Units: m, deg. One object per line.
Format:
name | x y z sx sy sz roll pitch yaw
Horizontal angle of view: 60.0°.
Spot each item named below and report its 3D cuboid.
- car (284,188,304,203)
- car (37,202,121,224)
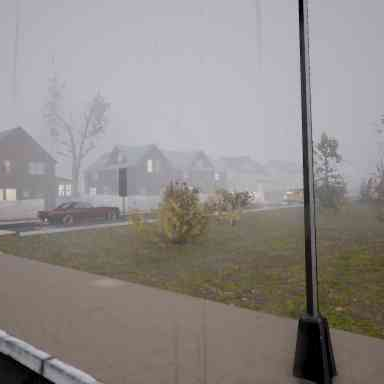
car | 13.914 0.594 42.302 1.882 1.535 5.008 -2 -1 44
car | -6.772 1.253 20.489 1.895 1.301 4.718 -2 -1 43
